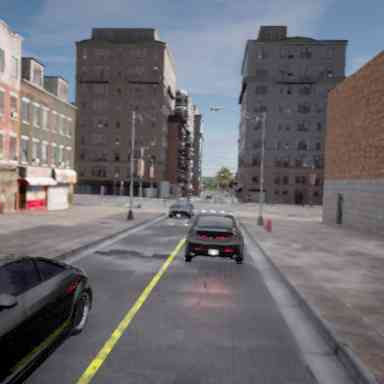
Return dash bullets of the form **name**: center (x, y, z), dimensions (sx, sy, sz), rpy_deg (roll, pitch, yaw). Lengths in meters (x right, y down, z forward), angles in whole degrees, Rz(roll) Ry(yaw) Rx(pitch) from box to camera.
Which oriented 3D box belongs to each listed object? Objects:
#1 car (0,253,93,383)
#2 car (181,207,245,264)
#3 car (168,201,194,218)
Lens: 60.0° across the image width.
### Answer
- **car**: center (-2.708, 1.449, 3.788), dimensions (1.994, 1.385, 4.181), rpy_deg (2, 0, 4)
- **car**: center (0.838, 1.505, 12.034), dimensions (1.837, 1.490, 4.892), rpy_deg (2, 0, 5)
- **car**: center (-0.783, 1.452, 28.535), dimensions (2.033, 1.411, 5.357), rpy_deg (2, 0, 5)
